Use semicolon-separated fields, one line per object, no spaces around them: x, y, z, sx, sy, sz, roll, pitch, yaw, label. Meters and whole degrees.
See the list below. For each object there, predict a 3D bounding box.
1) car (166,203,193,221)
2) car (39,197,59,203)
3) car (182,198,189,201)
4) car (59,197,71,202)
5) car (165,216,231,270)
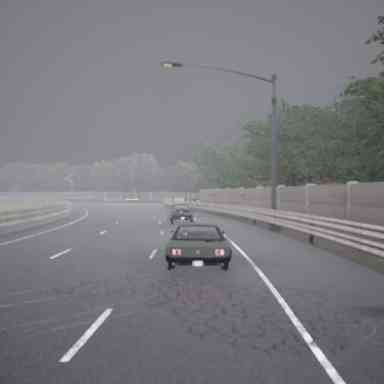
-1.082;1.807;28.249;1.837;1.490;4.892;1;-1;-9;car
-35.827;2.189;83.390;4.181;1.385;1.994;0;-1;45;car
-2.240;2.477;90.074;1.812;1.442;4.674;0;-1;34;car
-32.812;2.103;85.302;5.008;1.535;1.882;0;-1;45;car
0.179;1.727;11.469;1.895;1.301;4.718;0;-1;0;car
